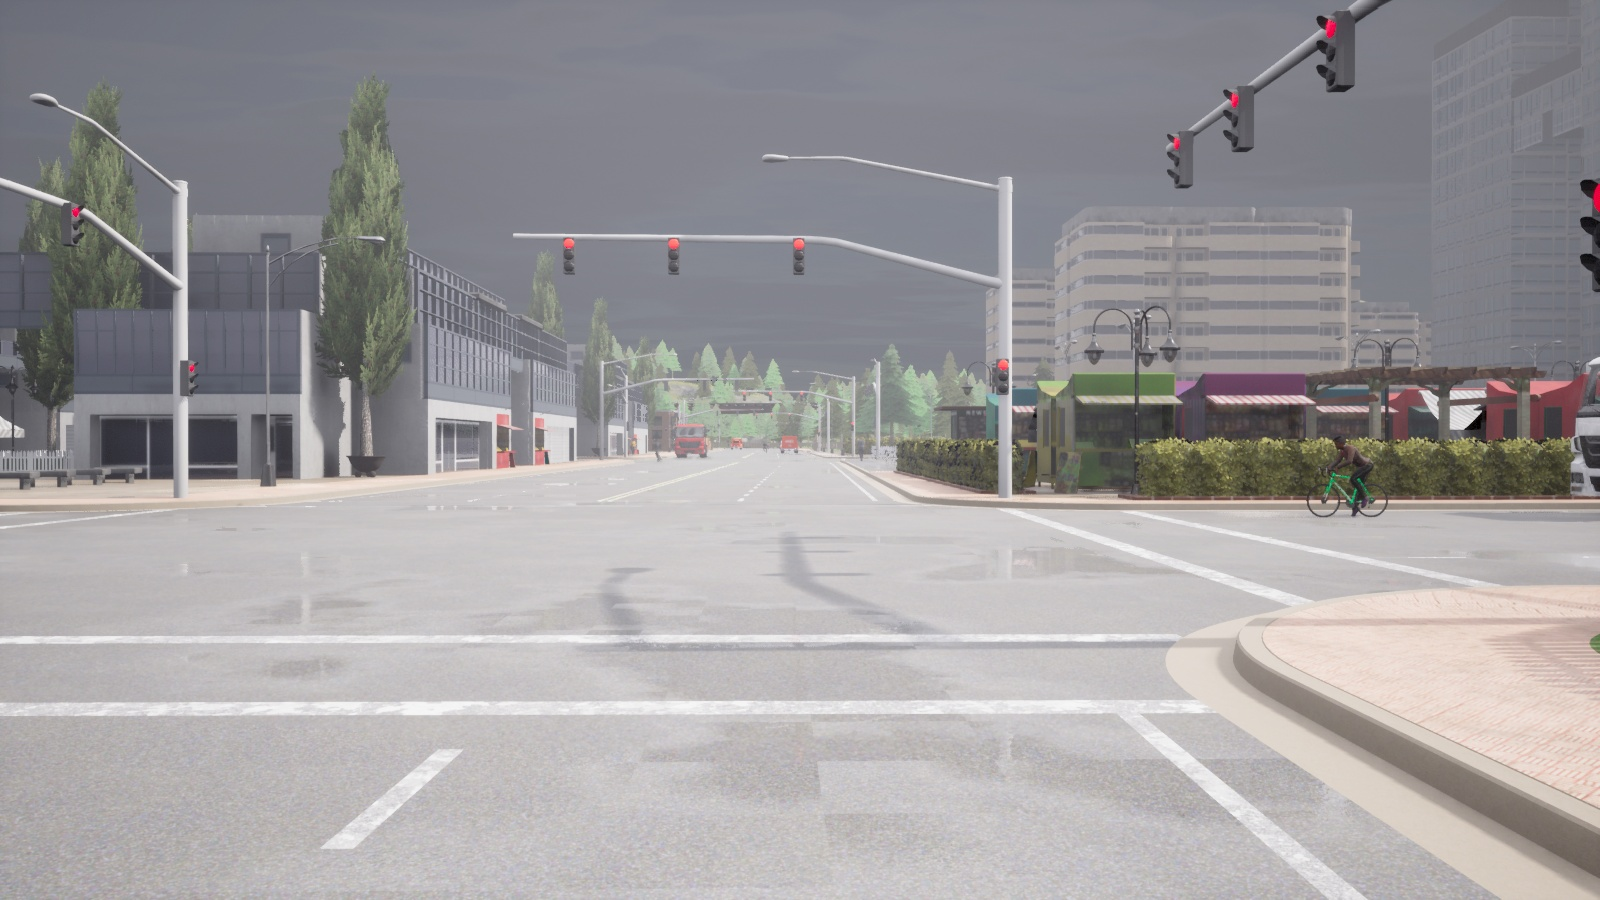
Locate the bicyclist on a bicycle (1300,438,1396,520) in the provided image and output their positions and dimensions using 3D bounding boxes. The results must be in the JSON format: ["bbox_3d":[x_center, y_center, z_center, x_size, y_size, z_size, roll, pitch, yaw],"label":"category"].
[{"bbox_3d":[10.932,0.567,25.075,1.656,1.620,0.582,0,0,-1],"label":"bicyclist on a bicycle"}]

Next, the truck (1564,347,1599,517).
[{"bbox_3d":[20.193,-0.362,25.251,7.936,3.462,2.891,0,0,-1],"label":"truck"}]
